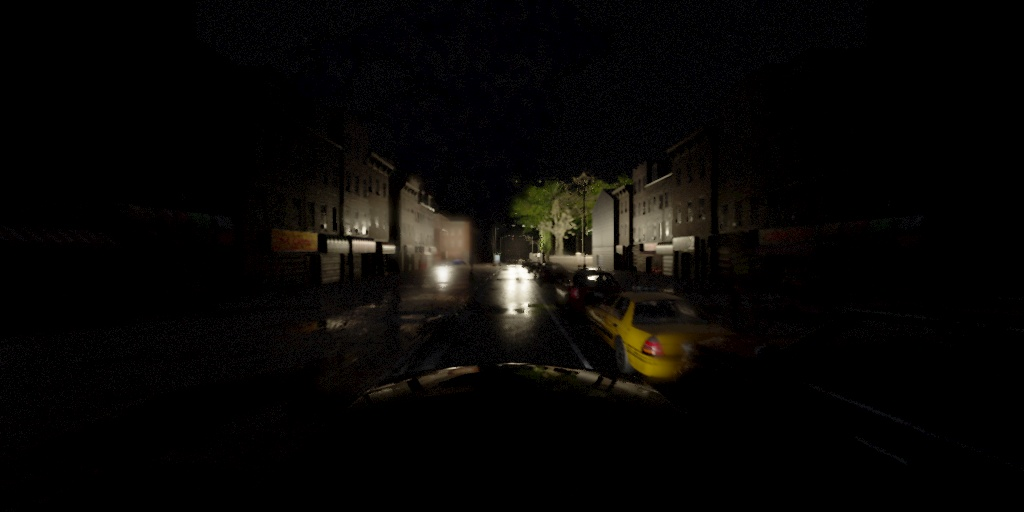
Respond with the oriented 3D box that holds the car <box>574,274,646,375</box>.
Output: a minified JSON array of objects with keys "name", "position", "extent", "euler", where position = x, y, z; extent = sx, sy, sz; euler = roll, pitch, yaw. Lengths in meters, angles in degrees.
[{"name":"car","position":[2.636,1.275,7.322],"extent":[1.751,1.417,4.829],"euler":[0,0,0]}]

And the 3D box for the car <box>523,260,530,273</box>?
[{"name":"car","position":[2.630,1.341,40.883],"extent":[2.007,1.370,4.403],"euler":[0,0,0]}]

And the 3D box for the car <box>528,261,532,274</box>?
[{"name":"car","position":[2.632,1.318,29.640],"extent":[2.007,1.370,4.403],"euler":[0,0,0]}]

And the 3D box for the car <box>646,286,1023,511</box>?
[{"name":"car","position":[2.637,1.065,1.530],"extent":[2.192,1.841,5.009],"euler":[0,0,0]}]

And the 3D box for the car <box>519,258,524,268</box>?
[{"name":"car","position":[2.626,1.434,63.370],"extent":[1.948,1.339,4.313],"euler":[0,0,0]}]

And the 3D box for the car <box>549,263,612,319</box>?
[{"name":"car","position":[2.635,1.190,12.774],"extent":[1.967,1.591,4.097],"euler":[0,0,0]}]

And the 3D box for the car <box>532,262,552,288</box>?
[{"name":"car","position":[2.633,1.199,24.019],"extent":[1.967,1.591,4.097],"euler":[0,0,0]}]
